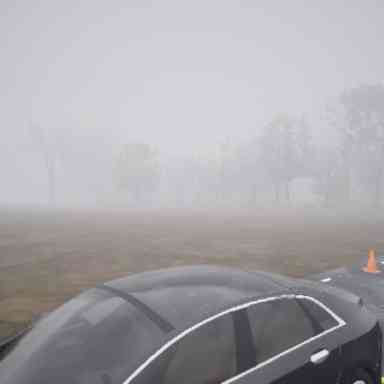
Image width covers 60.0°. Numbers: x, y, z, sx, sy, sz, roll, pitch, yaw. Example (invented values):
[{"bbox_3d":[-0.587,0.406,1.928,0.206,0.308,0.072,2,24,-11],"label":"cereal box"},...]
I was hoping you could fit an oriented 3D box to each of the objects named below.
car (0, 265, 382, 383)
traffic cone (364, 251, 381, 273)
[{"bbox_3d":[-0.244,1.517,2.775,4.892,1.490,1.837,0,0,-36],"label":"car"},{"bbox_3d":[5.218,2.010,9.639,0.340,0.580,0.340,0,0,-39],"label":"traffic cone"}]
